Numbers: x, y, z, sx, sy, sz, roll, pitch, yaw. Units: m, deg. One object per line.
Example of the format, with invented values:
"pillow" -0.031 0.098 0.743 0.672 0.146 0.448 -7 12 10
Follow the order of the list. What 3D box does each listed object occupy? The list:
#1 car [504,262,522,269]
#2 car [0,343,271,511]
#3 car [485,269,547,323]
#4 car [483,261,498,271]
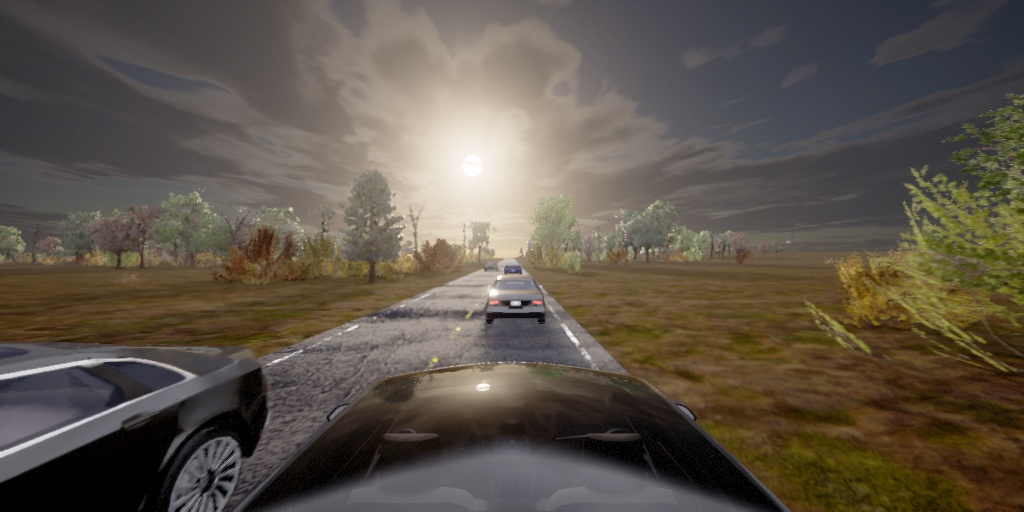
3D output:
"car" 0.114 1.365 39.798 1.882 1.535 5.008 0 0 0
"car" -3.101 1.239 1.213 2.128 1.511 4.902 0 0 0
"car" 0.104 1.339 12.212 2.033 1.411 5.357 0 0 0
"car" -3.029 1.490 52.469 1.994 1.385 4.181 0 0 0
